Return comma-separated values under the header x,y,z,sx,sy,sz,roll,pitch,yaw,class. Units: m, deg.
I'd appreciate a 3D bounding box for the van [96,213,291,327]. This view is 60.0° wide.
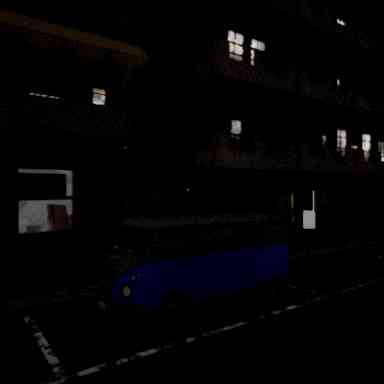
x,y,z,sx,sy,sz,roll,pitch,yaw,class
0.221,1.347,6.732,3.998,1.788,1.690,0,-1,-36,van
